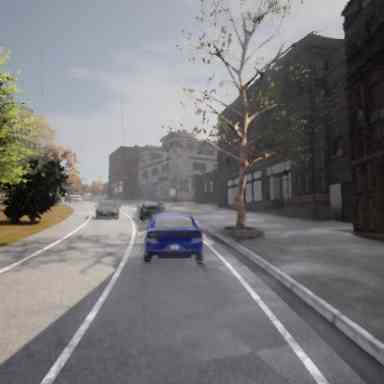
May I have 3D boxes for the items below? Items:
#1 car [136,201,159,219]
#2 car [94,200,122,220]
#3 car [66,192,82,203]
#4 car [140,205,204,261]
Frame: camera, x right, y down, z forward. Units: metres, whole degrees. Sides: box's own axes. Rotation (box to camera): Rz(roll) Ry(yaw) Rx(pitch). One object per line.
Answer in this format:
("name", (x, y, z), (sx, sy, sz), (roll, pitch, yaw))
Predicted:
("car", (-3.703, 1.524, 28.690), (1.837, 1.490, 4.892), (1, 0, -14))
("car", (-7.017, 1.454, 27.772), (1.837, 1.490, 4.892), (1, 0, -14))
("car", (-23.010, 0.959, 64.850), (2.150, 2.045, 5.566), (3, -1, -31))
("car", (-0.746, 1.476, 12.286), (1.882, 1.535, 5.008), (0, 0, -6))
